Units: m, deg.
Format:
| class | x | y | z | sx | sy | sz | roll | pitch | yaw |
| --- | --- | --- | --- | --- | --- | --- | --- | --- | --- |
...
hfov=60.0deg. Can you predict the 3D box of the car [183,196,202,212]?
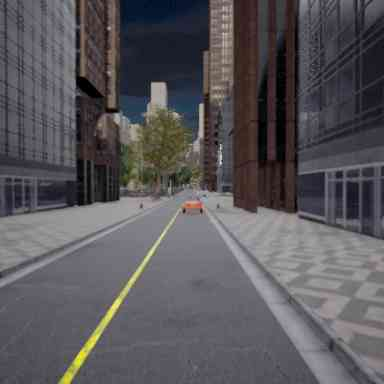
| class | x | y | z | sx | sy | sz | roll | pitch | yaw |
| --- | --- | --- | --- | --- | --- | --- | --- | --- | --- |
| car | 0.083 | 1.285 | 37.553 | 2.097 | 1.767 | 4.553 | 0 | 0 | 0 |
